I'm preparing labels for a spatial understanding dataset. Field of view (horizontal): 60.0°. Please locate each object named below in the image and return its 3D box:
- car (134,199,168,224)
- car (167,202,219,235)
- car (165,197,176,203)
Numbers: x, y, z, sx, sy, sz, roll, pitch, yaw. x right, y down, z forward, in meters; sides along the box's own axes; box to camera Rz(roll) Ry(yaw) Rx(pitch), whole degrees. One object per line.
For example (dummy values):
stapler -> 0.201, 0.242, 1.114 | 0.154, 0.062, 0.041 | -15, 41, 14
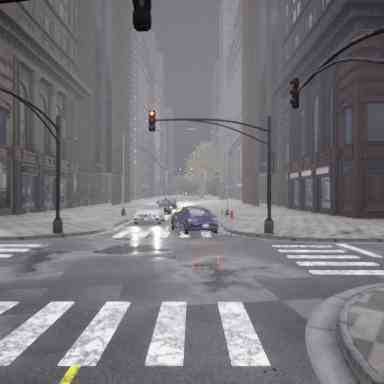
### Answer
car -> -3.070, 1.525, 24.549 | 1.812, 1.442, 4.674 | 0, 0, 0
car -> 0.096, 1.525, 18.862 | 1.812, 1.442, 4.674 | -1, 0, -15
car -> -3.059, 1.550, 34.959 | 2.033, 1.411, 5.357 | 0, 0, 0
